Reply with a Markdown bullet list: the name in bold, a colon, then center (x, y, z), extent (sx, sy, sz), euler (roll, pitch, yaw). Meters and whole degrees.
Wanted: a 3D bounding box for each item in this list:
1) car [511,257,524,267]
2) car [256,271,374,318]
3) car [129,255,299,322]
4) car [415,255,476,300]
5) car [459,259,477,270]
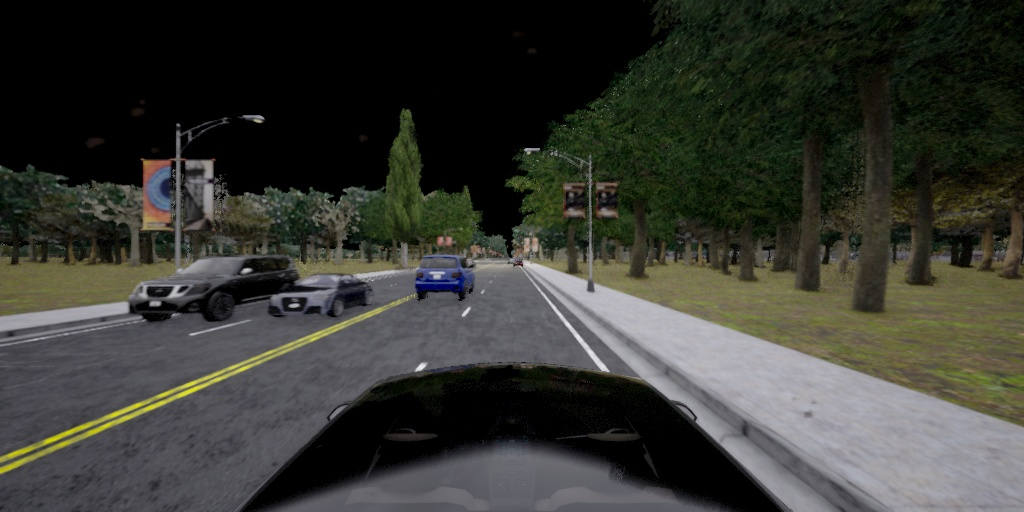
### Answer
- **car**: center (1.119, 1.249, 63.639), extent (1.837, 1.490, 4.892), euler (0, 0, 0)
- **car**: center (-6.602, 1.313, 12.858), extent (1.994, 1.385, 4.181), euler (0, 0, 0)
- **car**: center (-9.852, 0.971, 12.666), extent (2.150, 2.045, 5.566), euler (0, 0, 0)
- **car**: center (-3.155, 0.970, 17.764), extent (2.150, 2.045, 5.566), euler (0, 0, 0)
- **car**: center (-6.578, 1.236, 54.047), extent (2.128, 1.511, 4.902), euler (0, 0, 0)
